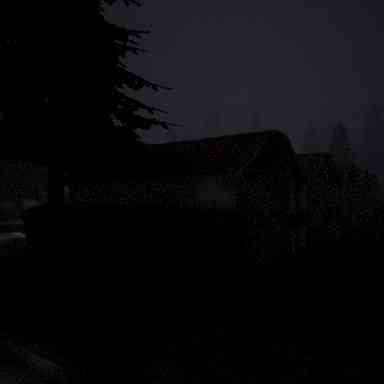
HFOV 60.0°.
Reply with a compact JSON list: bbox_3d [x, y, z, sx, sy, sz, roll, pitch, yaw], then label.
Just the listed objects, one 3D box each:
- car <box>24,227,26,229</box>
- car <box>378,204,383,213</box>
[{"bbox_3d":[-9.437,1.864,23.760,2.097,1.767,4.553,-1,-1,36],"label":"car"},{"bbox_3d":[22.601,2.036,41.491,4.902,1.511,2.128,-1,-1,29],"label":"car"}]
